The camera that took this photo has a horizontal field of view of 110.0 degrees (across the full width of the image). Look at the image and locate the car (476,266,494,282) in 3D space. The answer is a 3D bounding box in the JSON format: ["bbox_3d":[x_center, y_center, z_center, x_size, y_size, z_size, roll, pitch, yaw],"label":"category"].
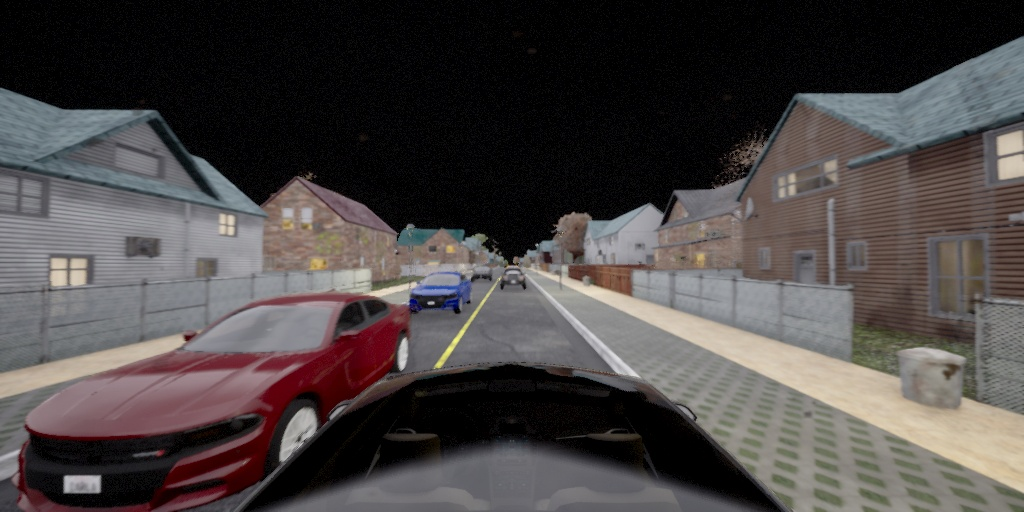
[{"bbox_3d":[-2.848,1.694,35.498,1.882,1.535,5.008,0,-1,0],"label":"car"}]

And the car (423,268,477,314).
[{"bbox_3d":[-2.802,1.401,15.024,1.882,1.535,5.008,0,-1,1],"label":"car"}]

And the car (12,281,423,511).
[{"bbox_3d":[-2.837,1.268,4.870,1.882,1.535,5.008,0,-1,0],"label":"car"}]

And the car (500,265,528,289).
[{"bbox_3d":[0.098,1.610,26.508,1.812,1.442,4.674,0,-1,0],"label":"car"}]
